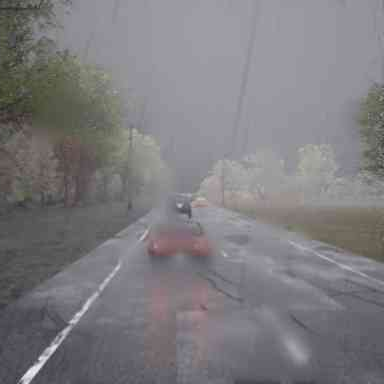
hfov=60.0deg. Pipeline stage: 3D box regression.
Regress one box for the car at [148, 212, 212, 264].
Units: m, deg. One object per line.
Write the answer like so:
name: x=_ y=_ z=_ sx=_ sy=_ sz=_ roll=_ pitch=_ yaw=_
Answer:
car: x=-0.425 y=1.634 z=11.915 sx=1.895 sy=1.301 sz=4.718 roll=1 pitch=0 yaw=-2

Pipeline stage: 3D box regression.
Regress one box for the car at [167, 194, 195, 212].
car: x=-1.135 y=1.307 z=30.557 sx=2.150 sy=2.045 sz=5.566 roll=1 pitch=0 yaw=-2

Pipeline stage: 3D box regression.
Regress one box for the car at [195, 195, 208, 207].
car: x=1.465 y=1.668 z=54.125 sx=1.882 sy=1.535 sz=5.008 roll=1 pitch=0 yaw=-2
